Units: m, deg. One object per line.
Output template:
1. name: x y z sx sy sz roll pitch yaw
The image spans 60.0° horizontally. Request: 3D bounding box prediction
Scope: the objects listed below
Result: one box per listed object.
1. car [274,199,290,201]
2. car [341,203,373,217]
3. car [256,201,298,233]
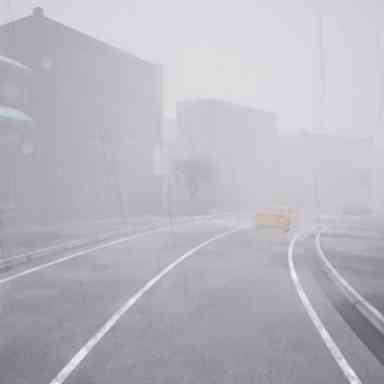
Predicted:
1. car: 8.654 1.502 32.391 1.837 1.490 4.892 4 2 41
2. car: 18.323 1.940 36.838 4.181 1.385 1.994 1 3 -41
3. car: 5.397 1.561 20.753 1.882 1.535 5.008 2 1 26
